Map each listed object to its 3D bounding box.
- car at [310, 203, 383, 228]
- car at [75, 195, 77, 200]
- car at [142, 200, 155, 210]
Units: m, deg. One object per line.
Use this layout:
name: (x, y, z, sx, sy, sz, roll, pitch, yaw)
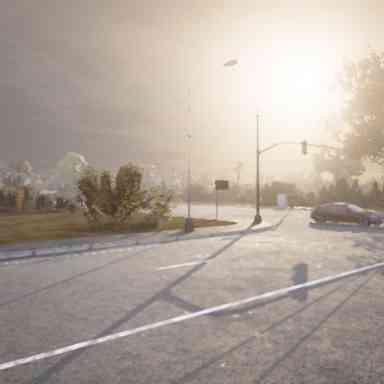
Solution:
car: (10.056, 1.446, 21.737, 1.812, 1.442, 4.674, 0, 0, -39)
car: (-20.534, 1.321, 59.932, 2.033, 1.411, 5.357, 0, 0, -38)
car: (-5.189, 1.465, 40.754, 1.994, 1.385, 4.181, 0, 0, -39)
